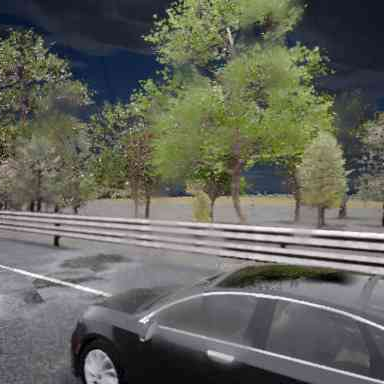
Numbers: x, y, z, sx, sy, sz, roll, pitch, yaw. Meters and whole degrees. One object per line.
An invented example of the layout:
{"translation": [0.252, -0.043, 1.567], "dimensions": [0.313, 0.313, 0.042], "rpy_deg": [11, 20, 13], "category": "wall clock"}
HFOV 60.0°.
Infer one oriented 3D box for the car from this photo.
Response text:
{"translation": [0.764, 1.513, 3.323], "dimensions": [4.892, 1.490, 1.837], "rpy_deg": [0, 0, 36], "category": "car"}
